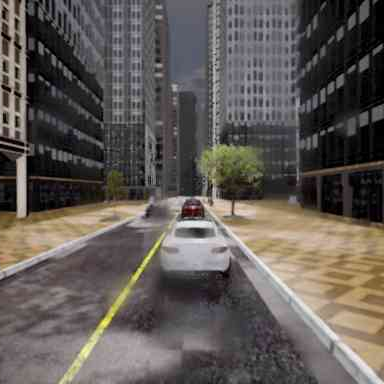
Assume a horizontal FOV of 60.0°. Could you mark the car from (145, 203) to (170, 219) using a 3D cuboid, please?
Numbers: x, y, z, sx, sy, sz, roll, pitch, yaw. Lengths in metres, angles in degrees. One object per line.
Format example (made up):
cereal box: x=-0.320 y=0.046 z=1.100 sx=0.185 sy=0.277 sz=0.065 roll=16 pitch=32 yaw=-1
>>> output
car: x=-3.108 y=1.676 z=30.363 sx=1.895 sy=1.301 sz=4.718 roll=0 pitch=0 yaw=0

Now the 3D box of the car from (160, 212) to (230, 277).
car: x=0.084 y=1.548 z=10.155 sx=1.812 sy=1.442 sz=4.674 roll=0 pitch=0 yaw=0

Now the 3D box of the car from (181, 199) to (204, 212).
car: x=0.088 y=1.431 z=31.745 sx=2.097 sy=1.767 sz=4.553 roll=0 pitch=0 yaw=0
